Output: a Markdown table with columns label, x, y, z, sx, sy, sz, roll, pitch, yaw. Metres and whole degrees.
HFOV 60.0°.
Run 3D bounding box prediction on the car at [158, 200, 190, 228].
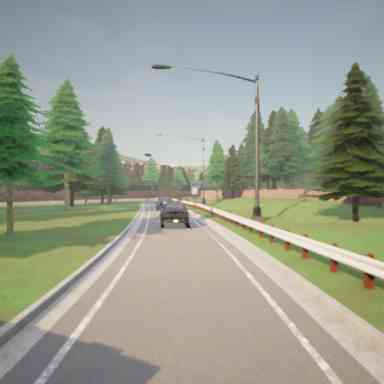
| label | x | y | z | sx | sy | sz | roll | pitch | yaw |
| --- | --- | --- | --- | --- | --- | --- | --- | --- | --- |
| car | -1.215 | 1.497 | 22.338 | 1.837 | 1.490 | 4.892 | 0 | 0 | -6 |

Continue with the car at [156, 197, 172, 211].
| label | x | y | z | sx | sy | sz | roll | pitch | yaw |
| --- | --- | --- | --- | --- | --- | --- | --- | --- | --- |
| car | -3.363 | 1.339 | 40.831 | 2.097 | 1.767 | 4.553 | 0 | 0 | -8 |
